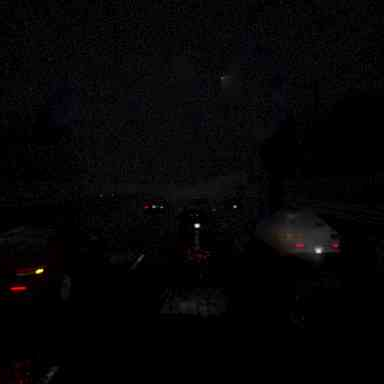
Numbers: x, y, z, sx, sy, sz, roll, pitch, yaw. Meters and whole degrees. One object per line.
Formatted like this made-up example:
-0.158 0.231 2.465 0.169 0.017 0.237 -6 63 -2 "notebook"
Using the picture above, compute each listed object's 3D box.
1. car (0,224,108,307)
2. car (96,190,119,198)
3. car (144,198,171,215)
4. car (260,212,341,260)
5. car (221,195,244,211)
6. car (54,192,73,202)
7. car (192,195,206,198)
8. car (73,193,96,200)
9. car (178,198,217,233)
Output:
-3.349 1.473 7.734 1.812 1.442 4.674 0 0 1 "car"
-12.812 0.556 52.068 2.097 1.767 4.553 0 1 3 "car"
-2.971 1.223 29.157 2.033 1.411 5.357 0 1 2 "car"
3.697 1.437 11.953 1.812 1.442 4.674 0 1 1 "car"
4.184 1.090 34.232 1.837 1.490 4.892 0 1 2 "car"
-19.821 0.692 52.011 2.128 1.511 4.902 0 1 3 "car"
0.729 1.033 35.691 1.882 1.535 5.008 0 1 2 "car"
-16.322 0.804 51.972 1.895 1.301 4.718 0 1 3 "car"
0.295 1.342 18.485 1.837 1.490 4.892 0 1 1 "car"
